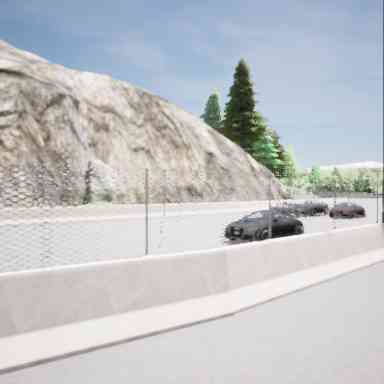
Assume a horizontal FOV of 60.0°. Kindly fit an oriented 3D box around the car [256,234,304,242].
[{"bbox_3d":[3.494,1.593,15.692,4.181,1.385,1.994,0,0,-39],"label":"car"}]
